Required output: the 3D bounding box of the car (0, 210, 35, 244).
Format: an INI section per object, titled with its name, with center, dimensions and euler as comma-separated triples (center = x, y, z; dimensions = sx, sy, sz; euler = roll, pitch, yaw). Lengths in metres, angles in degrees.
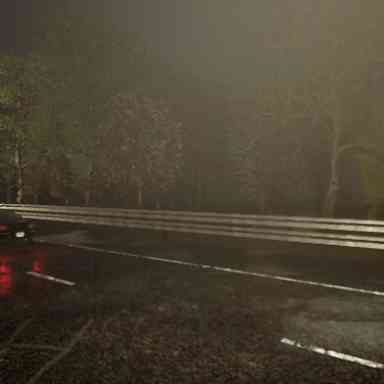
[car]
center = -8.698, 1.522, 14.563
dimensions = 4.674, 1.442, 1.812
euler = 0, 0, 36
